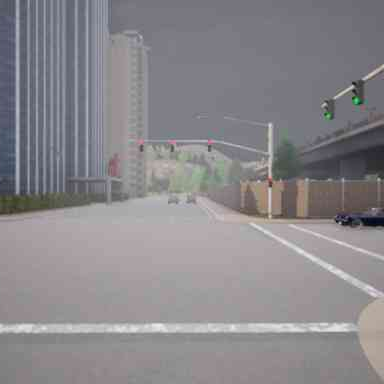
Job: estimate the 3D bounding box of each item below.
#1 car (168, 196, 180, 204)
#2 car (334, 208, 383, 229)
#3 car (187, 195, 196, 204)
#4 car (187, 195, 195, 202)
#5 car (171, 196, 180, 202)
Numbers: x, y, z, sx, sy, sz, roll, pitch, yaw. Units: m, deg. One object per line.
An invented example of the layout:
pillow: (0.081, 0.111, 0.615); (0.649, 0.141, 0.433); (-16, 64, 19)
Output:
car: (-3.639, 1.562, 63.723); (2.033, 1.411, 5.357); (0, 0, 0)
car: (11.709, 1.661, 21.282); (4.718, 1.301, 1.895); (0, 0, 0)
car: (-0.139, 1.562, 63.731); (2.033, 1.411, 5.357); (0, 0, 0)
car: (-0.162, 1.402, 74.132); (1.812, 1.442, 4.674); (0, 0, 0)
car: (-3.662, 1.473, 74.155); (1.895, 1.301, 4.718); (0, 0, 0)
